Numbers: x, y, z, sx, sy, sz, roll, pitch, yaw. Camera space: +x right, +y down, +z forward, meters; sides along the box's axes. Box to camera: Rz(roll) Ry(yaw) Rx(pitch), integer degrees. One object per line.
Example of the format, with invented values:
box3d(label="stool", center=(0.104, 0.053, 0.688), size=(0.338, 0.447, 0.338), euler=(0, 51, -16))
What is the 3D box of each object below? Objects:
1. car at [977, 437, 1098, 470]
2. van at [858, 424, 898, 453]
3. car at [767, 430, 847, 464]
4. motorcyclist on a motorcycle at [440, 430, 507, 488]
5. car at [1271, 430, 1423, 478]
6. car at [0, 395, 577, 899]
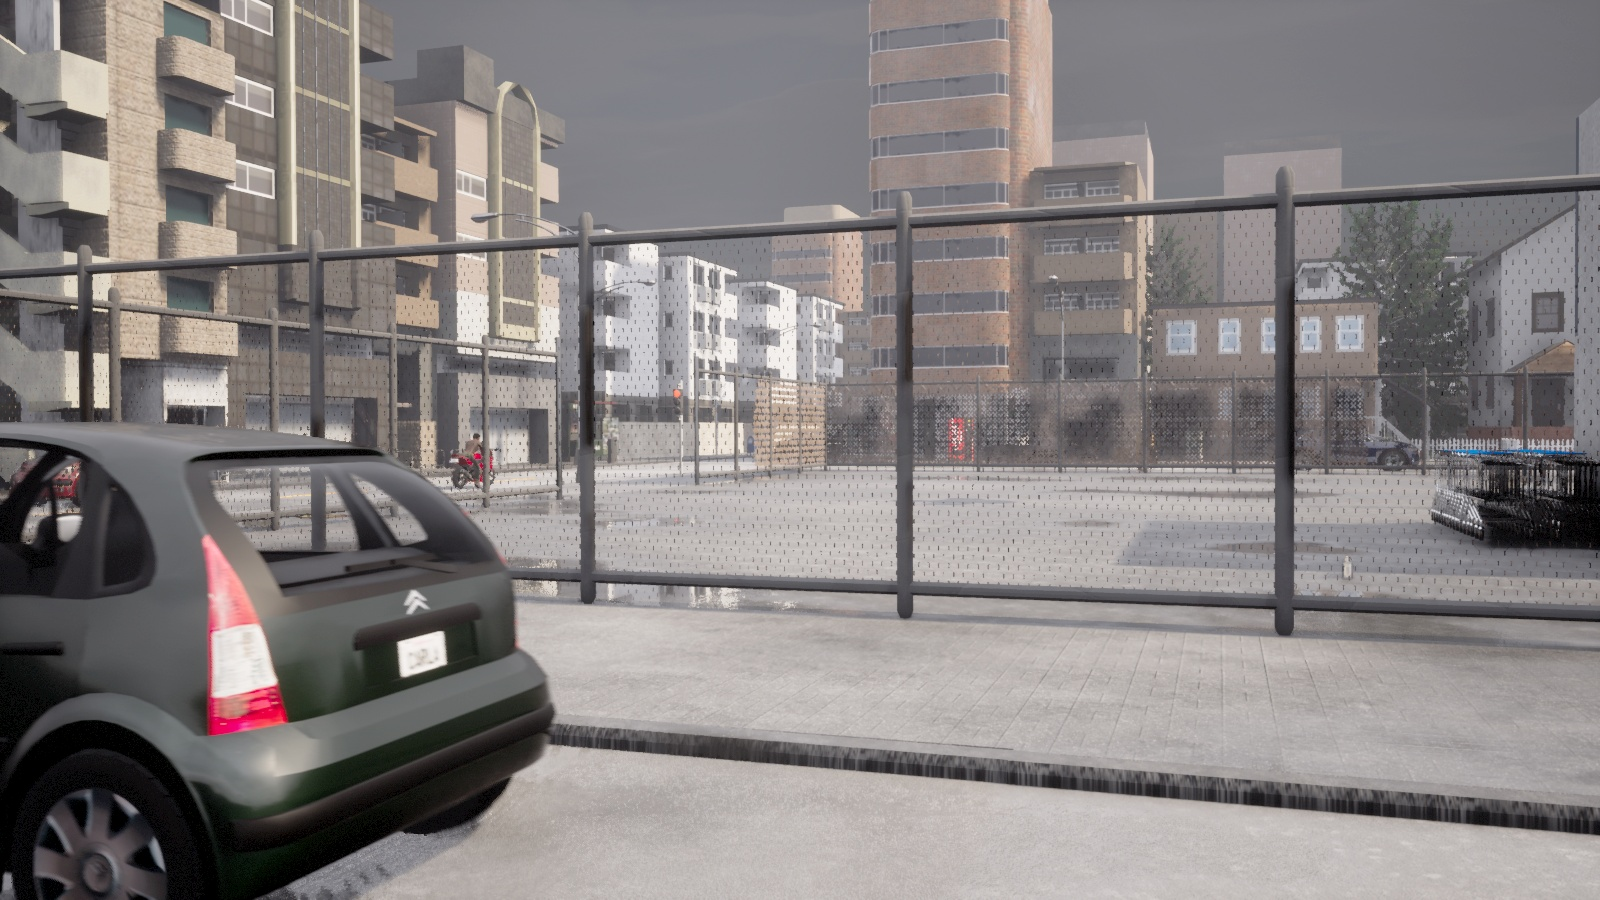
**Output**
box3d(label="car", center=(9.927, 0.125, 52.403), size=(4.718, 1.301, 1.895), euler=(1, 1, 19))
box3d(label="van", center=(5.665, -0.850, 90.621), size=(1.775, 1.987, 4.442), euler=(1, 1, 19))
box3d(label="car", center=(0.276, -0.163, 59.118), size=(2.128, 1.511, 4.902), euler=(0, 1, -21))
box3d(label="motorcyclist on a motorcycle", center=(-8.945, 0.223, 34.468), size=(0.797, 1.523, 2.044), euler=(1, 1, 19))
box3d(label="car", center=(19.504, 0.109, 44.994), size=(4.856, 1.649, 2.033), euler=(1, 1, 20))
box3d(label="car", center=(-3.071, 0.637, 4.748), size=(3.988, 1.617, 1.851), euler=(1, 1, 19))
